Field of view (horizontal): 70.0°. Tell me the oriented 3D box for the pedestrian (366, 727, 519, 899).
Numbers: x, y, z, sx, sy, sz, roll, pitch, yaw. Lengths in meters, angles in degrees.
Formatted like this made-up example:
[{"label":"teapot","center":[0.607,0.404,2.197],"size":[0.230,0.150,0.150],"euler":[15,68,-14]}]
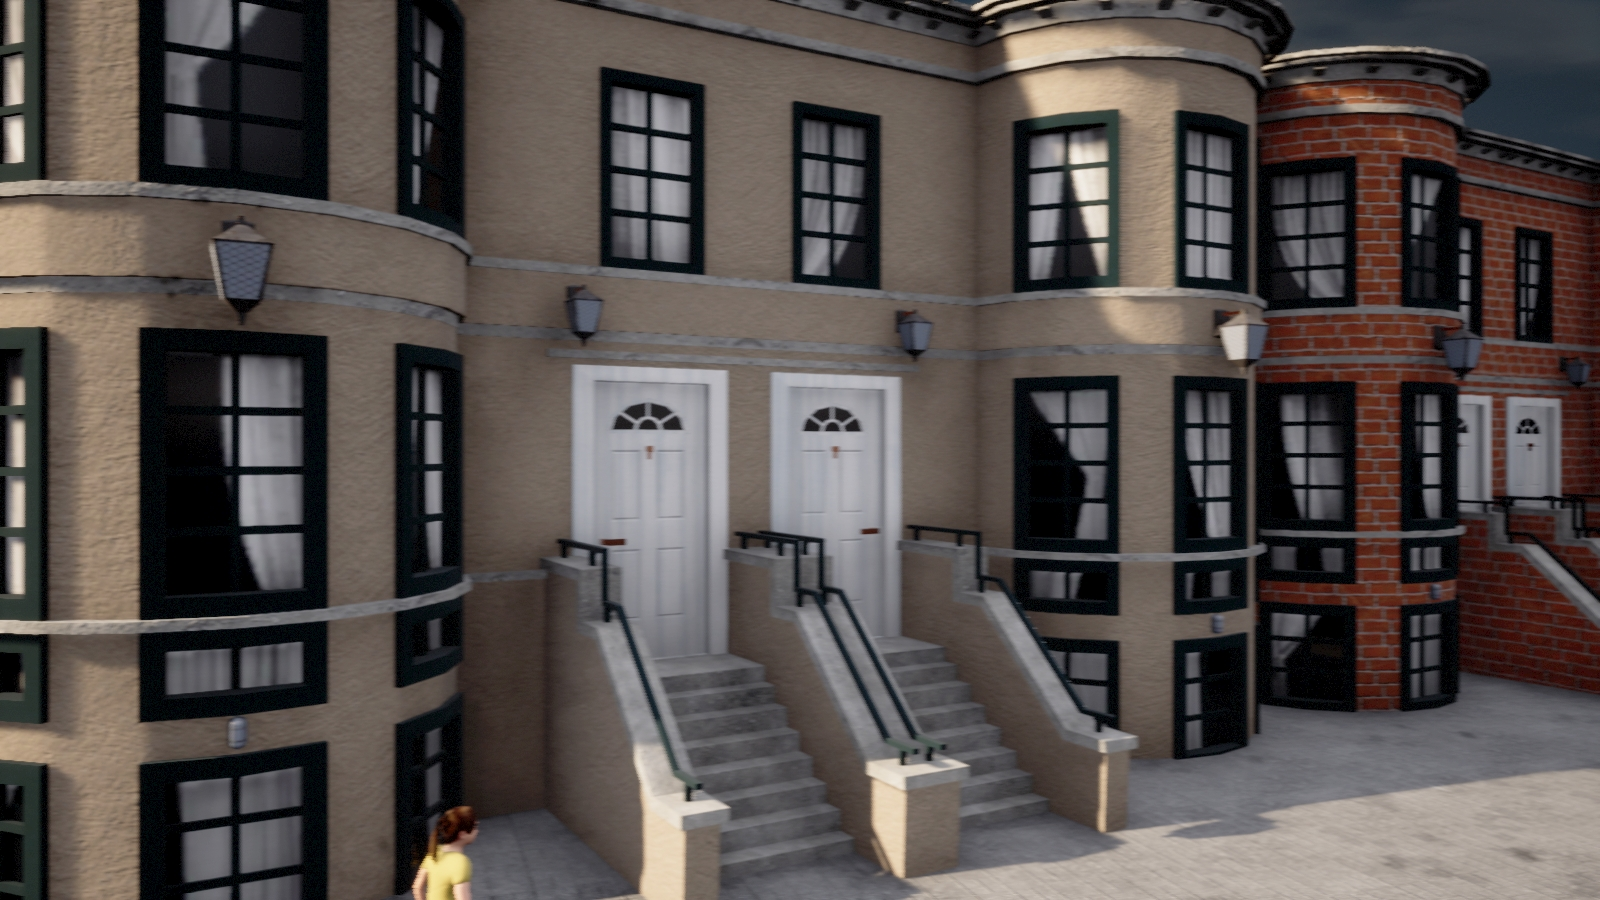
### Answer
[{"label":"pedestrian","center":[-1.637,1.903,5.224],"size":[0.500,1.100,0.500],"euler":[0,0,-43]}]
